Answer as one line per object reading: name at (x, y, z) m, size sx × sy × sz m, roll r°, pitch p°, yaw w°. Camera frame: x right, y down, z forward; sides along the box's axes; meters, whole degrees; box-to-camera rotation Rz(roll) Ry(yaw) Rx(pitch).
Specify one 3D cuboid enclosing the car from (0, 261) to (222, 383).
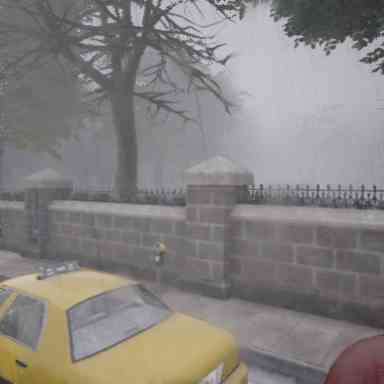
car at (-1.758, 1.527, 4.046) m, size 4.829 × 1.417 × 1.752 m, roll 0°, pitch 1°, yaw 36°

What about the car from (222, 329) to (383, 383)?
car at (2.816, 1.315, 0.780) m, size 5.009 × 1.841 × 2.192 m, roll 0°, pitch 1°, yaw 36°
